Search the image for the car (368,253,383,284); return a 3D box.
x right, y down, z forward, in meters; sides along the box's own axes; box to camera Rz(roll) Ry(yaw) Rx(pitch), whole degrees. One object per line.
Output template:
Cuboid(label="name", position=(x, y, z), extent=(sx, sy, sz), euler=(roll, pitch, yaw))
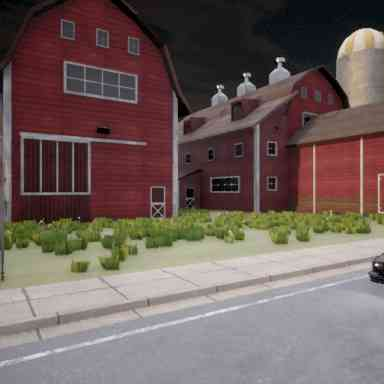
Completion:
Cuboid(label="car", position=(6.624, 1.548, 8.173), extent=(5.357, 1.411, 2.033), euler=(0, 0, -32))
